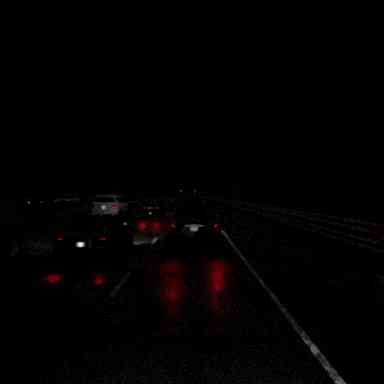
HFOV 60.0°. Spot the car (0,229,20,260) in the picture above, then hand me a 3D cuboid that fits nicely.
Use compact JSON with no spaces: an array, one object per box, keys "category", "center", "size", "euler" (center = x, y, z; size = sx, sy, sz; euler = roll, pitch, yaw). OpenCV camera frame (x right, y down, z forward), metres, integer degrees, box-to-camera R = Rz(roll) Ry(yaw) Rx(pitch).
[{"category":"car","center":[-6.933,1.495,9.593],"size":[1.882,1.535,5.008],"euler":[0,0,0]}]

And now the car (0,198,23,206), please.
[{"category":"car","center":[-24.558,1.589,46.063],"size":[1.882,1.535,5.008],"euler":[0,-1,0]}]

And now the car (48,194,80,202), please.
[{"category":"car","center":[-17.563,1.339,46.735],"size":[2.150,2.045,5.566],"euler":[0,-1,0]}]

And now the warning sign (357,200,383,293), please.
[{"category":"warning sign","center":[4.553,1.129,7.311],"size":[1.300,1.860,1.060],"euler":[0,0,0]}]

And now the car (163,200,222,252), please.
[{"category":"car","center":[0.089,1.378,14.247],"size":[2.097,1.767,4.553],"euler":[0,0,0]}]

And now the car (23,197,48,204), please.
[{"category":"car","center":[-21.061,1.465,46.344],"size":[2.097,1.767,4.553],"euler":[0,0,0]}]

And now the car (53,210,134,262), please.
[{"category":"car","center":[-3.416,1.586,12.220],"size":[1.994,1.385,4.181],"euler":[0,0,0]}]

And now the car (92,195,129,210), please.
[{"category":"car","center":[-6.903,1.274,28.704],"size":[2.150,2.045,5.566],"euler":[0,0,0]}]

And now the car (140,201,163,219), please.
[{"category":"car","center":[-3.403,1.547,29.623],"size":[2.128,1.511,4.902],"euler":[0,0,0]}]
